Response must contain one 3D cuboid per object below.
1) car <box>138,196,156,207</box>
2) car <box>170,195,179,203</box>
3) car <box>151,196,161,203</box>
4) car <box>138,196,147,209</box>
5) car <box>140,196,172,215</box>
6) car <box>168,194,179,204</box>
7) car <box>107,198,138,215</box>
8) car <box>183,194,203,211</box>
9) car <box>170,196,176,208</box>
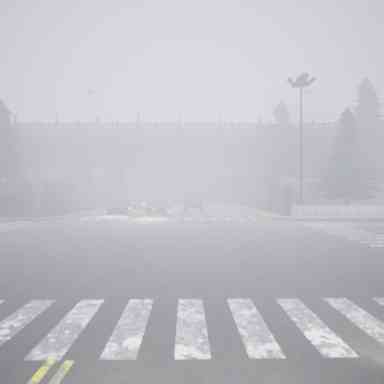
[{"bbox_3d":[-7.001,1.456,52.589,2.128,1.511,4.902,0,0,1],"label":"car"},{"bbox_3d":[-3.498,1.566,52.554,1.895,1.301,4.718,0,0,0],"label":"car"},{"bbox_3d":[-7.393,1.481,67.675,1.812,1.442,4.674,0,0,-7],"label":"car"},{"bbox_3d":[-7.043,1.520,42.445,2.033,1.411,5.357,0,0,0],"label":"car"},{"bbox_3d":[-3.554,1.469,33.727,2.128,1.511,4.902,0,0,0],"label":"car"},{"bbox_3d":[-3.753,1.308,65.673,2.097,1.767,4.553,0,0,-4],"label":"car"},{"bbox_3d":[-7.096,1.542,33.207,1.994,1.385,4.181,0,0,2],"label":"car"},{"bbox_3d":[0.144,1.195,39.838,2.150,2.045,5.566,0,0,0],"label":"car"},{"bbox_3d":[-3.535,1.536,42.616,1.994,1.385,4.181,0,0,1],"label":"car"}]
